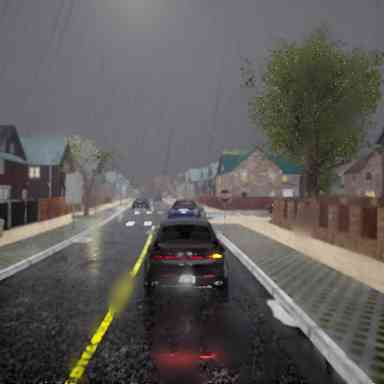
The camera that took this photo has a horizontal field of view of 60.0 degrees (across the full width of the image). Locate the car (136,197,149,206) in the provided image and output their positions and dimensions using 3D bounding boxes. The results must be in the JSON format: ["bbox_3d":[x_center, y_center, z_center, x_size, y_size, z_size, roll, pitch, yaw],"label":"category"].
[{"bbox_3d":[-7.796,1.435,52.445,1.994,1.385,4.181,0,0,-7],"label":"car"}]

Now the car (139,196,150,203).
[{"bbox_3d":[-9.621,1.461,67.665,2.033,1.411,5.357,0,0,-7],"label":"car"}]

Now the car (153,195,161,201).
[{"bbox_3d":[-8.525,1.469,80.971,1.895,1.301,4.718,0,0,-7],"label":"car"}]

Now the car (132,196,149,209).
[{"bbox_3d":[-6.452,1.426,41.754,1.994,1.385,4.181,0,0,-7],"label":"car"}]

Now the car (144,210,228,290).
[{"bbox_3d":[-0.192,1.457,8.923,1.837,1.490,4.892,0,0,-2],"label":"car"}]

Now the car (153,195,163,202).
[{"bbox_3d":[-7.220,1.421,70.606,1.837,1.490,4.892,0,0,-7],"label":"car"}]

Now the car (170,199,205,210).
[{"bbox_3d":[-0.259,1.252,22.644,2.097,1.767,4.553,0,0,7],"label":"car"}]

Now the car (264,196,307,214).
[{"bbox_3d":[9.154,1.173,31.335,4.553,1.767,2.097,0,-1,-9],"label":"car"}]
